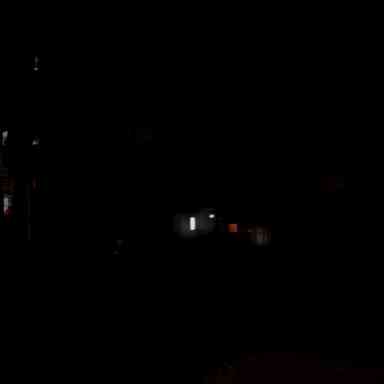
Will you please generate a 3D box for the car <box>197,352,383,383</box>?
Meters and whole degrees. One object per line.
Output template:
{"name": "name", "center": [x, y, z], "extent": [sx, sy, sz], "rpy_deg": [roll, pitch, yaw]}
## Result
{"name": "car", "center": [1.934, 1.518, 1.480], "extent": [4.829, 1.417, 1.752], "rpy_deg": [-1, 0, 36]}
